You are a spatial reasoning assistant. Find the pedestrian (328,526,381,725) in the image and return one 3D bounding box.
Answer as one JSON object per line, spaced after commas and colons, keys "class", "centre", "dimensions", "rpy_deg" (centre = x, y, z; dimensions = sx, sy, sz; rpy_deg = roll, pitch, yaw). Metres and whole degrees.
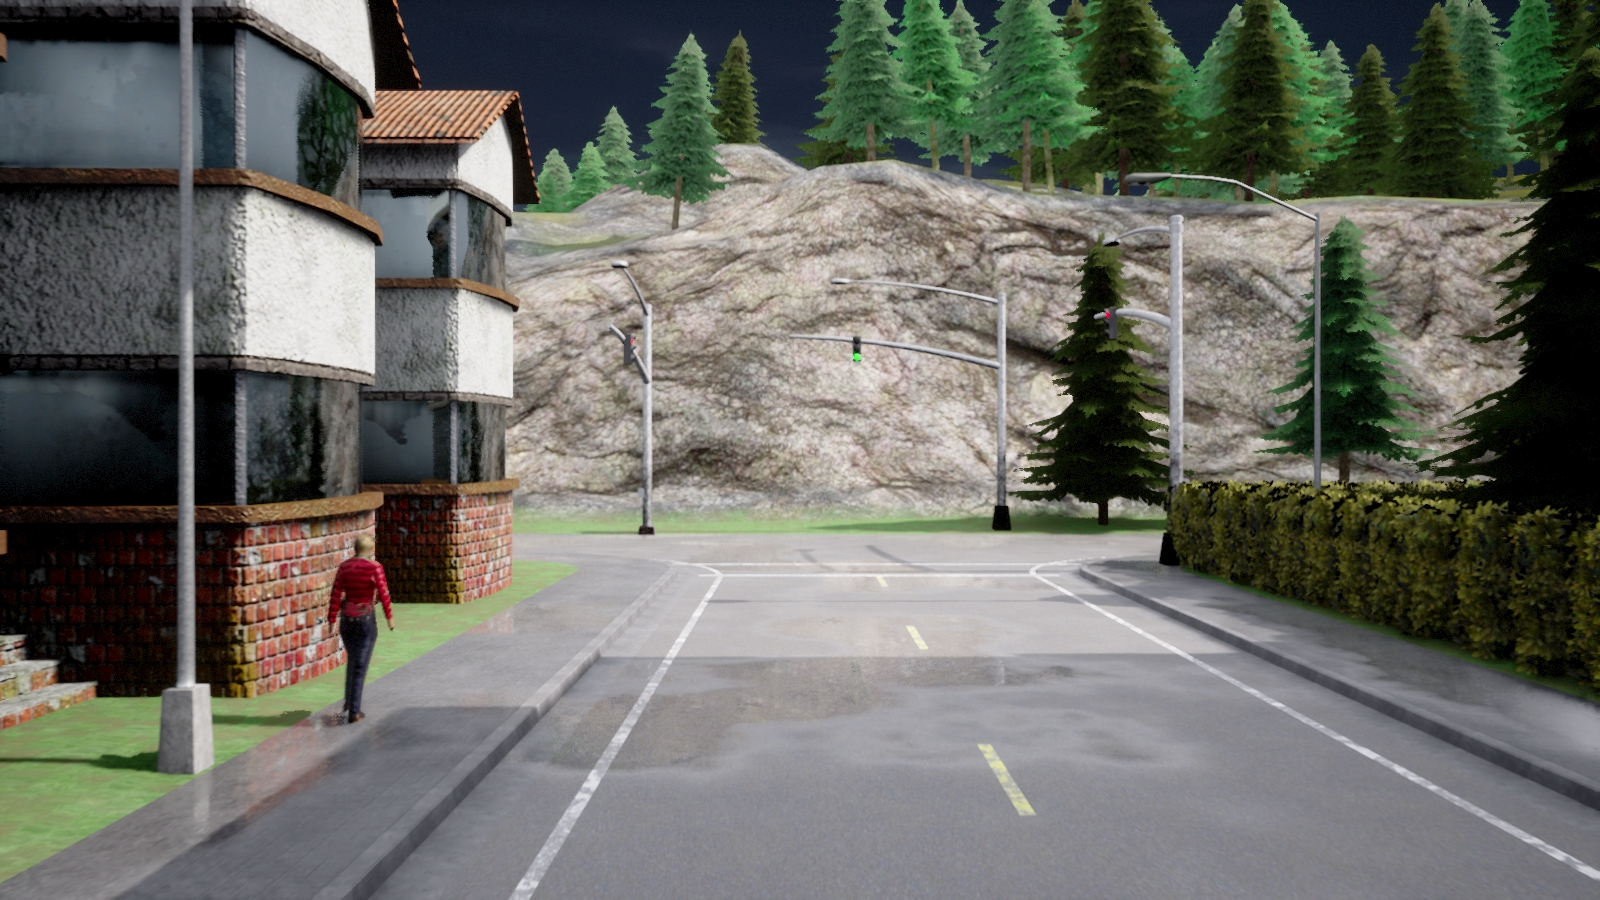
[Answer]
{"class": "pedestrian", "centre": [-4.302, 1.675, 11.037], "dimensions": [0.375, 1.860, 0.375], "rpy_deg": [0, 0, -2]}
